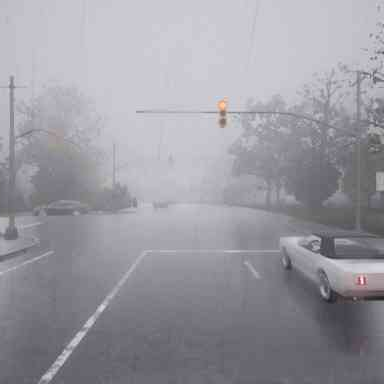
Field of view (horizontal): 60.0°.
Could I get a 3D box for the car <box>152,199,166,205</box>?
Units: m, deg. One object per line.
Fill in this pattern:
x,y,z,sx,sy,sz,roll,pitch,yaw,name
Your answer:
-8.238,2.461,83.113,1.895,1.301,4.718,0,-1,-25,car

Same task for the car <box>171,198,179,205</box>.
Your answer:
-4.979,2.248,73.788,1.895,1.301,4.718,0,-1,-19,car

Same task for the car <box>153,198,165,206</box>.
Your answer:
-6.257,1.911,63.360,1.882,1.535,5.008,0,-1,-10,car

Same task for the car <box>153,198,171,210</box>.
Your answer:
-4.194,1.579,45.608,1.882,1.535,5.008,0,0,-3,car

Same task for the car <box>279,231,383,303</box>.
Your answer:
3.598,1.601,8.170,1.895,1.301,4.718,0,0,0,car

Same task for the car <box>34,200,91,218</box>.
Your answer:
-11.765,1.547,30.307,4.892,1.490,1.837,0,3,-8,car
